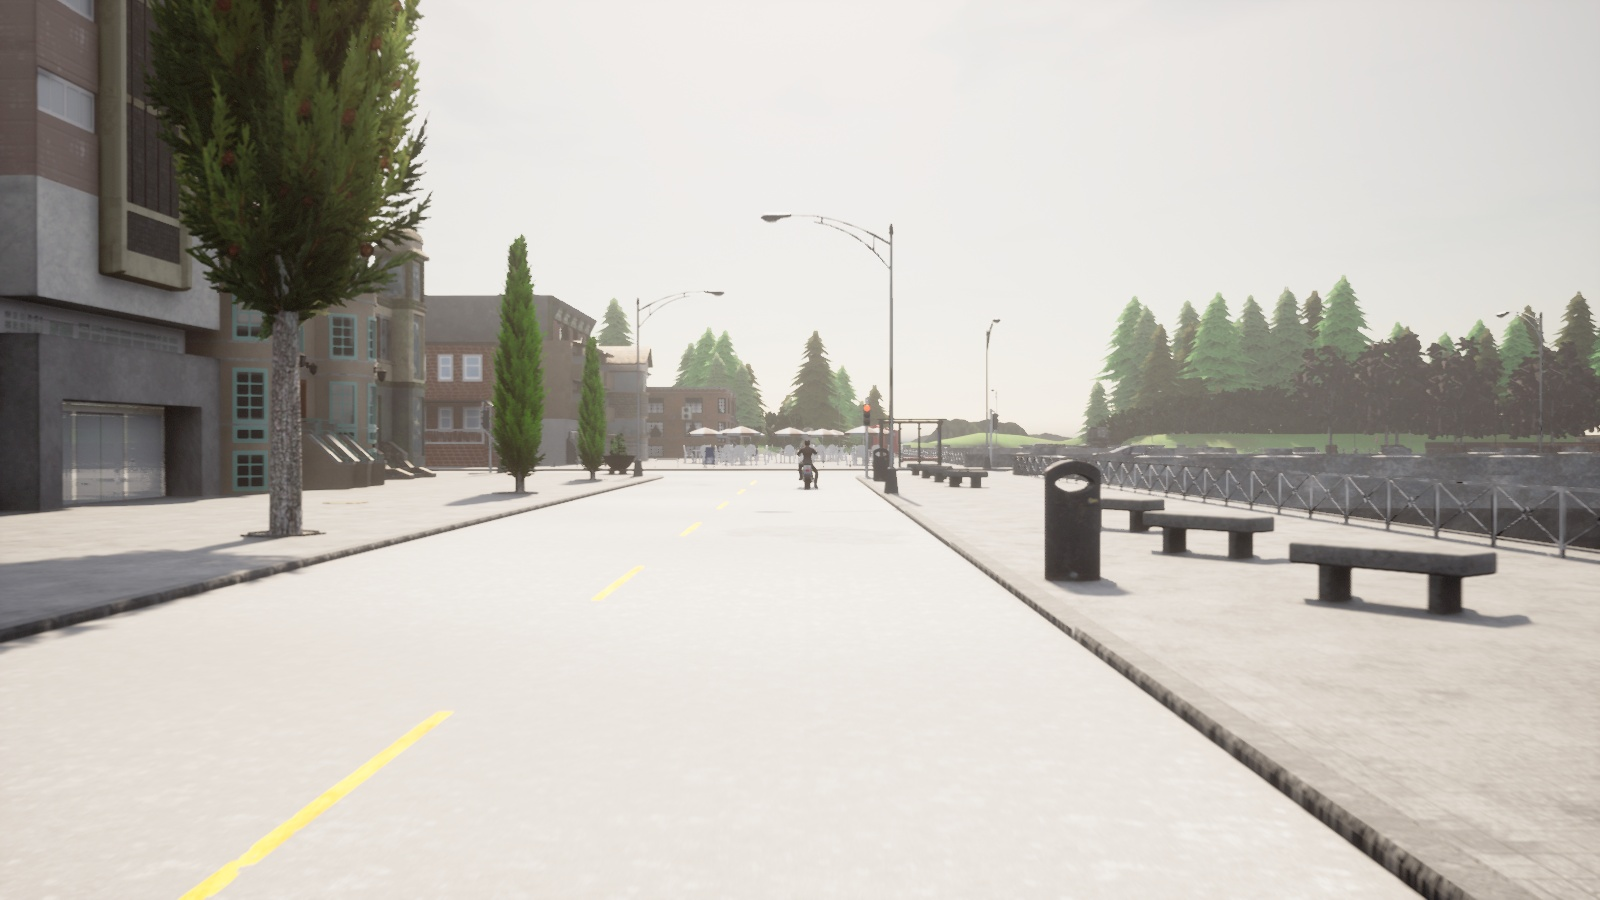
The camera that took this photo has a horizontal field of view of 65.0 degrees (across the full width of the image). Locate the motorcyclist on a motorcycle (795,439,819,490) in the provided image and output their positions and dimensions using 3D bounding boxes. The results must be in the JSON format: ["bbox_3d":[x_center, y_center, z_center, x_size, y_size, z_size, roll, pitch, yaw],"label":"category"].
[{"bbox_3d":[0.244,0.464,41.301,0.766,1.649,2.350,0,0,0],"label":"motorcyclist on a motorcycle"}]

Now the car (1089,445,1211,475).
[{"bbox_3d":[16.864,0.465,60.703,5.357,1.411,2.033,0,0,1],"label":"car"}]
